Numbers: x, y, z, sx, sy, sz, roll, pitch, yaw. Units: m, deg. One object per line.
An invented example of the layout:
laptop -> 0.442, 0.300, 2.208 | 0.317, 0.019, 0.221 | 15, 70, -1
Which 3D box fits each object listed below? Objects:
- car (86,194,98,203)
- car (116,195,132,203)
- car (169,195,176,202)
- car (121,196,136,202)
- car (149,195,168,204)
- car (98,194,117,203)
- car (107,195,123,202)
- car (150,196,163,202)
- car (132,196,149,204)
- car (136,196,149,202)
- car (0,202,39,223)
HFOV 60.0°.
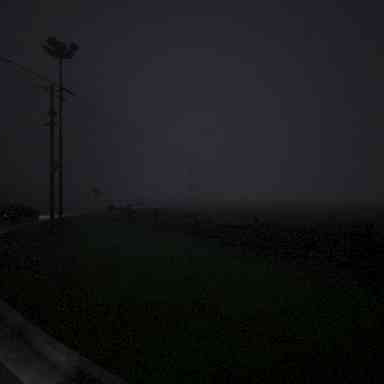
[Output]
car -> -20.662, 1.375, 71.429 | 2.150, 2.045, 5.566 | 0, 0, 10
car -> -13.695, 1.746, 70.625 | 1.895, 1.301, 4.718 | 0, 0, 10
car -> -5.071, 1.475, 79.233 | 1.882, 1.535, 5.008 | 0, 0, 10
car -> -15.407, 1.609, 81.083 | 1.895, 1.301, 4.718 | 0, 0, 10
car -> -6.801, 1.735, 69.410 | 1.895, 1.301, 4.718 | 0, 0, 10
car -> -17.215, 1.370, 70.822 | 2.150, 2.045, 5.566 | 0, 0, 10
car -> -18.859, 1.544, 81.661 | 2.128, 1.511, 4.902 | 0, 0, 10
car -> -8.513, 1.598, 79.869 | 1.895, 1.301, 4.718 | 0, 0, 10
car -> -10.326, 1.611, 69.578 | 1.882, 1.535, 5.008 | 0, 0, 10
car -> -11.960, 1.603, 80.476 | 1.895, 1.301, 4.718 | 0, 0, 10
car -> -13.742, 1.561, 26.019 | 2.128, 1.511, 4.902 | 0, 0, 0
